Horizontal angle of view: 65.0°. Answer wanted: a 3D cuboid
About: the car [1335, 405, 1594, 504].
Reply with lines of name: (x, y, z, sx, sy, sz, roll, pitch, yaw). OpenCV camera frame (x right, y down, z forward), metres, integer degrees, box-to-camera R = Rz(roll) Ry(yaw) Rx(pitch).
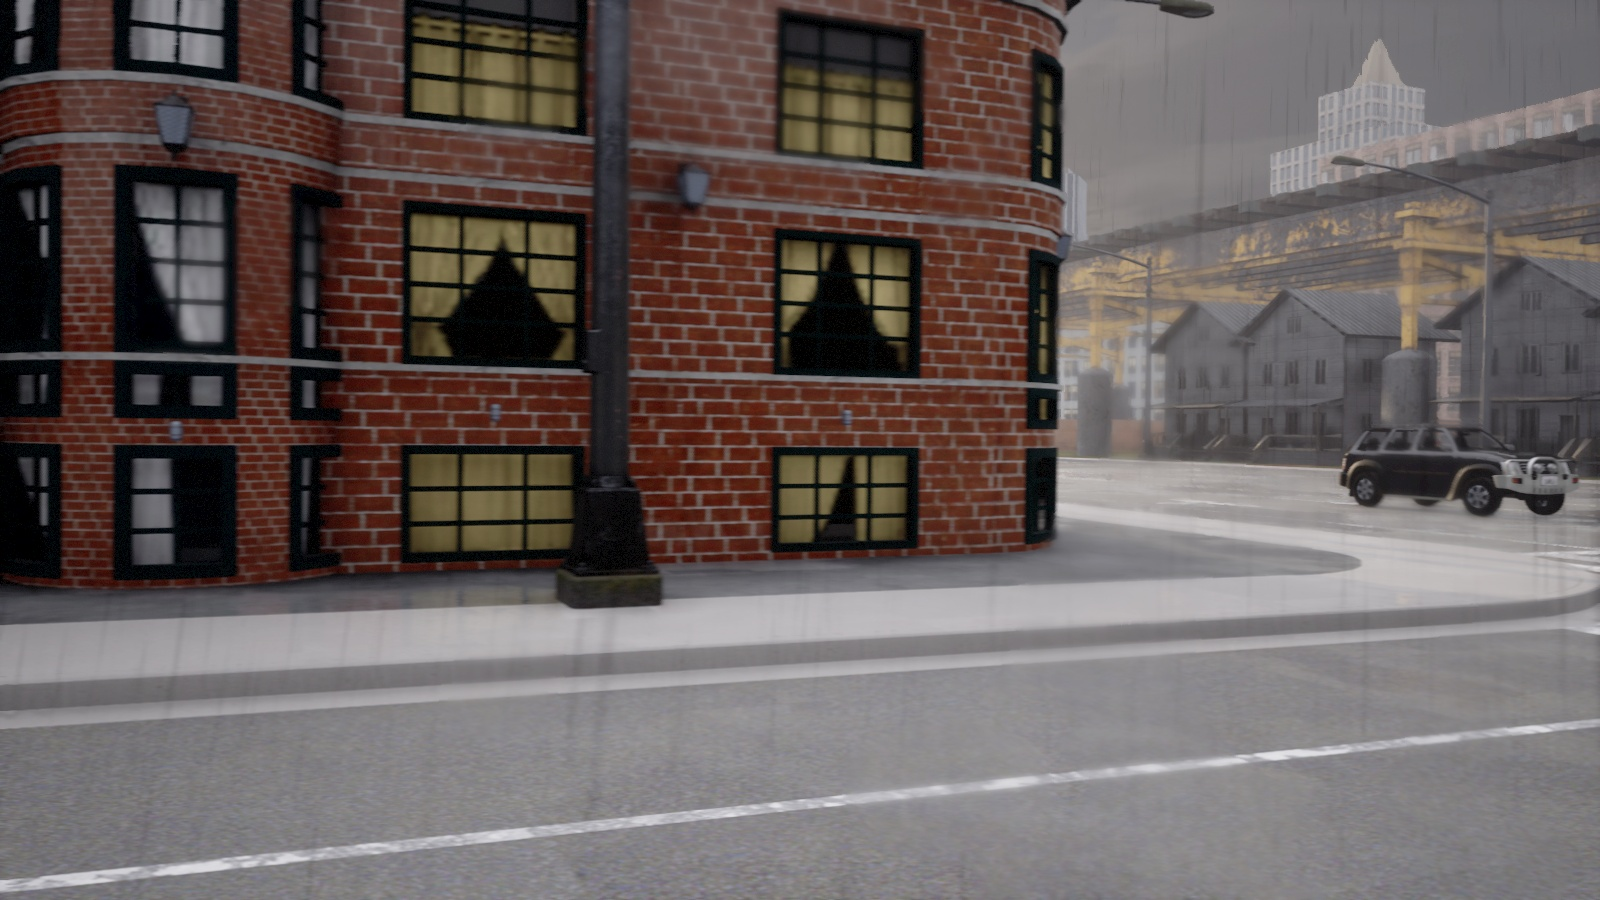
car: (13.528, 0.046, 25.930, 1.932, 1.855, 4.605, -1, 1, -20)
